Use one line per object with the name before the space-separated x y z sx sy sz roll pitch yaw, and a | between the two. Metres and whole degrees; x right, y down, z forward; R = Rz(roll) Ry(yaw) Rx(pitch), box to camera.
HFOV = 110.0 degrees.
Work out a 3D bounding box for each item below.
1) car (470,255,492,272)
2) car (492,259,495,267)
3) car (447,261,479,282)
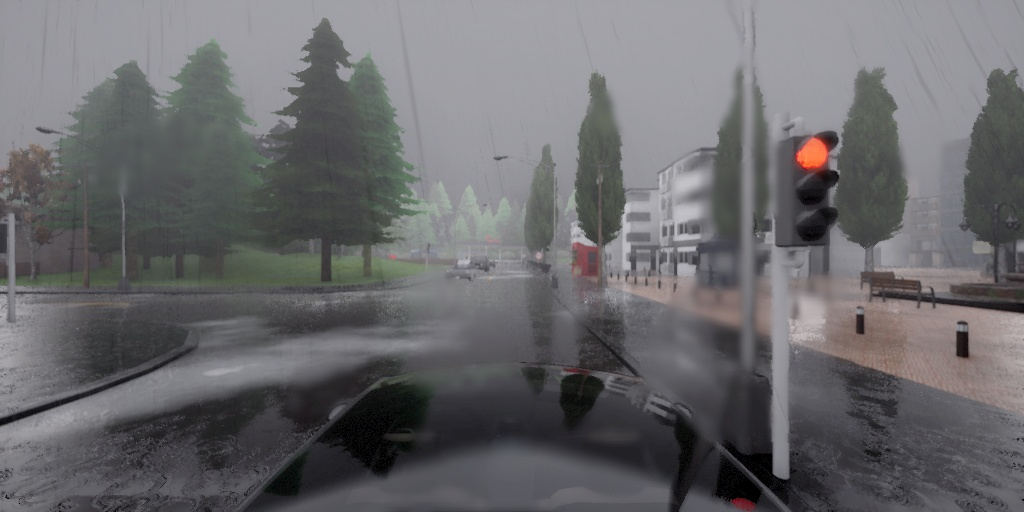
car | -4.091 0.960 45.528 2.150 2.045 5.566 0 0 0
car | -3.976 1.220 63.608 1.882 1.535 5.008 0 0 0
car | -4.101 1.345 29.510 1.895 1.301 4.718 0 0 0
